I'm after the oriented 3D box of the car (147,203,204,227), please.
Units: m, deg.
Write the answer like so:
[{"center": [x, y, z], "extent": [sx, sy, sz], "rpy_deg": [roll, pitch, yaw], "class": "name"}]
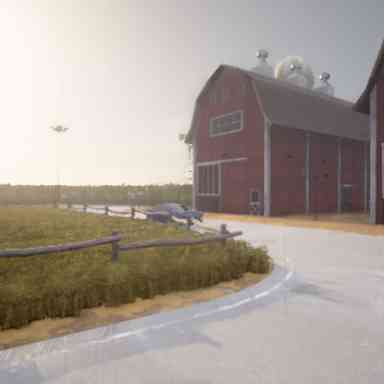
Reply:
[{"center": [-1.233, 1.535, 22.853], "extent": [1.882, 1.535, 5.008], "rpy_deg": [0, 0, -38], "class": "car"}]
